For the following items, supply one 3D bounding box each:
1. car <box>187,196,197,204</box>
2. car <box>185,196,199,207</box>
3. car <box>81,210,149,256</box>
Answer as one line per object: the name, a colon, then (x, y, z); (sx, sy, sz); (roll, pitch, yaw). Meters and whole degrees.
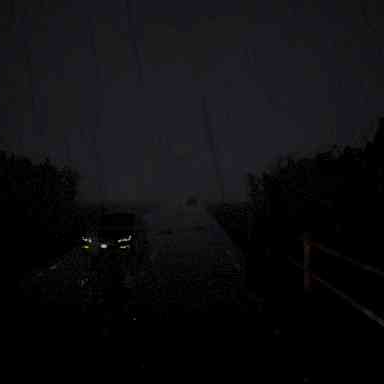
car: (-0.018, 1.550, 63.739); (1.837, 1.490, 4.892); (0, 0, 0)
car: (-0.015, 1.526, 53.342); (2.128, 1.511, 4.902); (0, 0, 0)
car: (-2.831, 1.504, 13.155); (1.837, 1.490, 4.892); (0, 0, 0)
